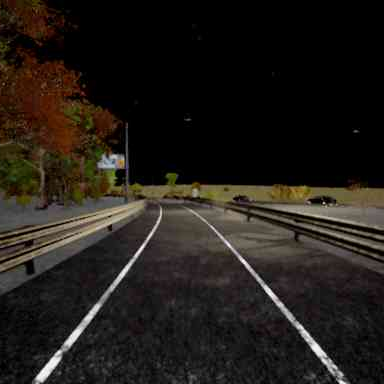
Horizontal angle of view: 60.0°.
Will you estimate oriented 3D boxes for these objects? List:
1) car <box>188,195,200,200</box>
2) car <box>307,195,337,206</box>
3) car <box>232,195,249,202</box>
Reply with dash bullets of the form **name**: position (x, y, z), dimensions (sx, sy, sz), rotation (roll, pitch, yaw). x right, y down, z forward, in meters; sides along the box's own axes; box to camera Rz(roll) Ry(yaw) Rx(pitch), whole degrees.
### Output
- **car**: position (0.595, 1.577, 94.217), dimensions (1.812, 1.442, 4.674), rotation (0, 0, -24)
- **car**: position (19.910, 1.278, 51.305), dimensions (1.882, 1.535, 5.008), rotation (0, 0, -24)
- **car**: position (10.460, 1.431, 72.302), dimensions (1.837, 1.490, 4.892), rotation (0, 0, -24)
